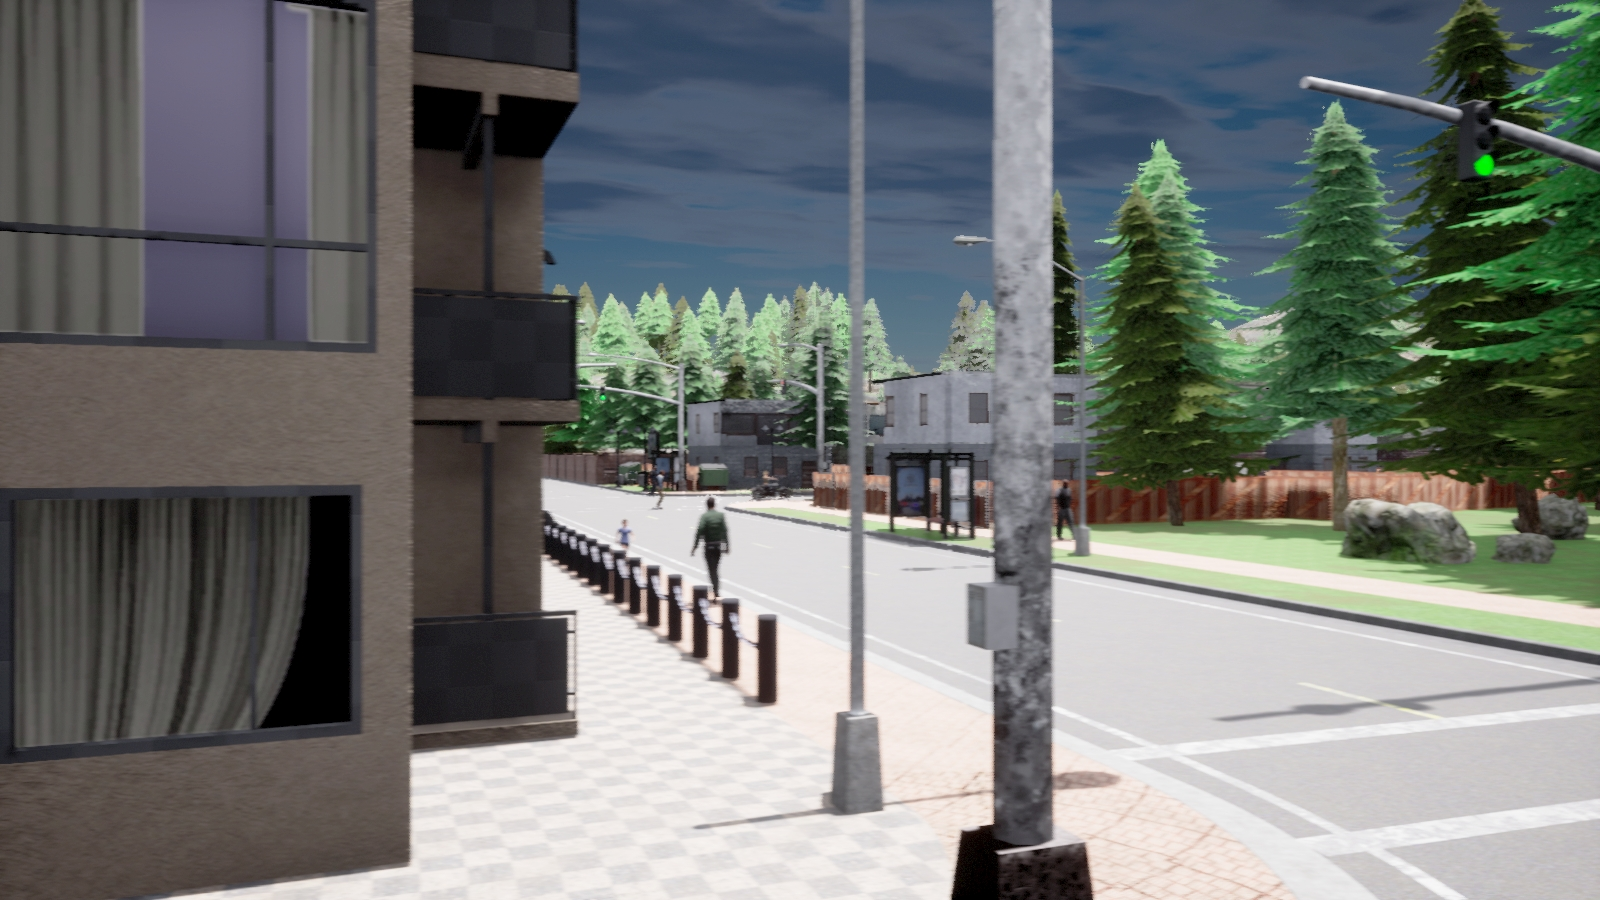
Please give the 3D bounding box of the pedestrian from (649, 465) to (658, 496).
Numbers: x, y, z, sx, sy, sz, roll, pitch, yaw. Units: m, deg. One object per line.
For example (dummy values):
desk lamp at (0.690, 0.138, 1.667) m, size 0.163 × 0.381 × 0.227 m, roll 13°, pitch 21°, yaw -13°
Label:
pedestrian at (-8.734, 1.817, 68.170) m, size 0.375 × 1.860 × 0.375 m, roll 0°, pitch 0°, yaw 18°

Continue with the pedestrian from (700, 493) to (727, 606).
pedestrian at (-1.469, 1.674, 19.363) m, size 0.375 × 1.860 × 0.375 m, roll 0°, pitch 0°, yaw -21°

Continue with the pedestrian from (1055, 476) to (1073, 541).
pedestrian at (7.577, 1.671, 32.785) m, size 0.375 × 1.860 × 0.375 m, roll 0°, pitch 0°, yaw -21°

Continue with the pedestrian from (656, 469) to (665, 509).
pedestrian at (-6.512, 1.821, 53.322) m, size 0.375 × 1.860 × 0.375 m, roll 0°, pitch 0°, yaw -12°

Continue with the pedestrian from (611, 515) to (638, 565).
pedestrian at (-4.020, 2.055, 26.124) m, size 0.500 × 1.100 × 0.500 m, roll 0°, pitch 0°, yaw -22°
